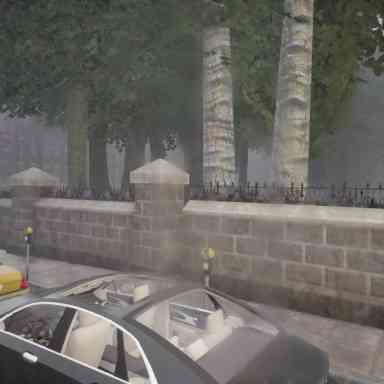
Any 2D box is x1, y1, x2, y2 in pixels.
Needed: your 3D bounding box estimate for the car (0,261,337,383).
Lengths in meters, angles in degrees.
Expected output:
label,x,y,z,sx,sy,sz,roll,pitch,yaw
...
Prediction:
label,x,y,z,sx,sy,sz,roll,pitch,yaw
car,-0.872,1.550,3.416,4.403,1.369,2.008,0,1,36
